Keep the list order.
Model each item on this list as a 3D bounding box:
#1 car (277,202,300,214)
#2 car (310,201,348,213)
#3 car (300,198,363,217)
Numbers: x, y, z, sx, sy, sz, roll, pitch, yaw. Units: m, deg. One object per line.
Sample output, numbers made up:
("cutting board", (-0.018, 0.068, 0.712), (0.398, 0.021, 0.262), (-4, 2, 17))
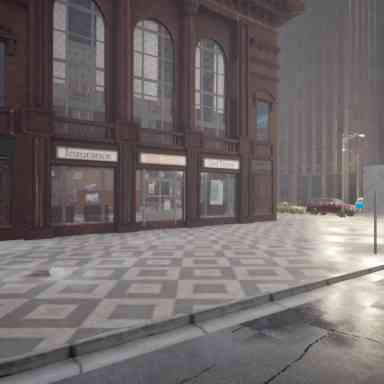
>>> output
("car", (10.842, 1.800, 38.074), (1.752, 1.417, 4.829), (0, 0, -35))
("car", (17.704, 1.899, 43.138), (1.802, 1.307, 4.206), (-1, 0, -35))
("car", (13.986, 1.524, 33.620), (2.192, 1.841, 5.009), (0, 0, -35))
